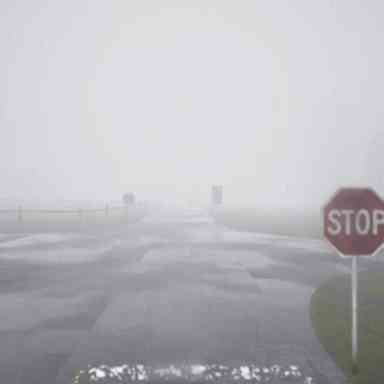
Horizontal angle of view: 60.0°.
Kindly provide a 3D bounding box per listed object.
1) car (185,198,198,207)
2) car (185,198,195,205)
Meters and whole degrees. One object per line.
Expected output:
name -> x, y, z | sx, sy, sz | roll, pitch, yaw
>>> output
car -> 0.168, 1.976, 60.337 | 2.033, 1.411, 5.357 | 0, 0, -2
car -> -0.466, 1.972, 70.865 | 1.837, 1.490, 4.892 | 0, 0, -6
